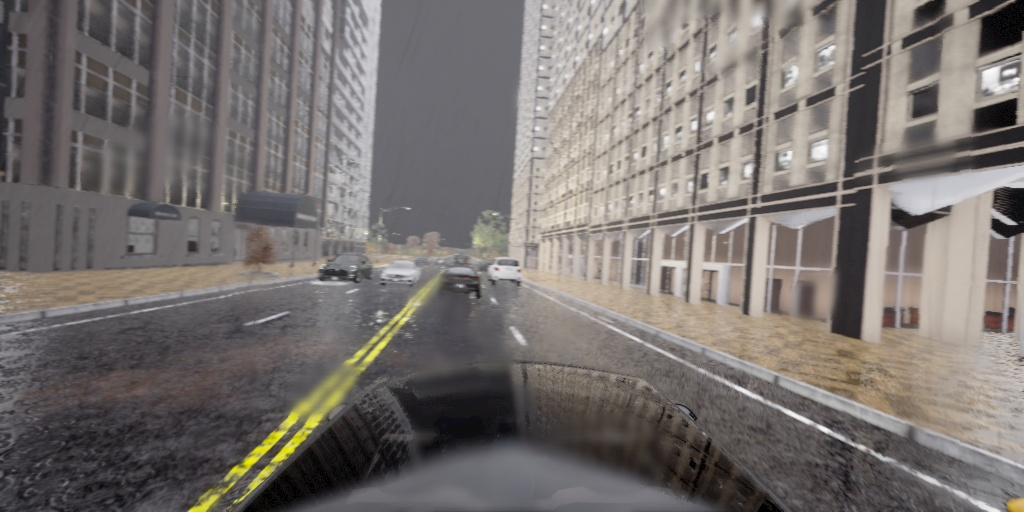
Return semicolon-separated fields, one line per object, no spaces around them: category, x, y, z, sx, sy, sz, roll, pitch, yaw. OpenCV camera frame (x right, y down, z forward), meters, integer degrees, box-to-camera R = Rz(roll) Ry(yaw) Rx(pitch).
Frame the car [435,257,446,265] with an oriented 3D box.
car;-12.142;0.863;61.653;2.128;1.511;4.902;4;0;-7

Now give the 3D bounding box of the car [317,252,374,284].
car;-9.789;0.616;21.488;2.097;1.767;4.553;4;0;-8

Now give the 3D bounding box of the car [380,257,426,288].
car;-6.528;0.997;21.502;1.812;1.442;4.674;4;0;-8

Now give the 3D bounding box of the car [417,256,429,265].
car;-15.413;0.722;61.617;1.994;1.385;4.181;4;0;-8

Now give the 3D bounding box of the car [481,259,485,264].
car;-3.123;1.191;45.080;2.097;1.767;4.553;4;0;-8

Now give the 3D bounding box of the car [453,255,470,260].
car;-6.885;0.844;48.688;2.150;2.045;5.566;4;0;-8

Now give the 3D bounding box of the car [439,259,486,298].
car;-2.602;1.177;18.342;1.882;1.535;5.008;4;0;-8

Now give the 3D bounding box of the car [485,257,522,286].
car;-0.618;1.109;27.418;2.150;2.045;5.566;4;0;-8
